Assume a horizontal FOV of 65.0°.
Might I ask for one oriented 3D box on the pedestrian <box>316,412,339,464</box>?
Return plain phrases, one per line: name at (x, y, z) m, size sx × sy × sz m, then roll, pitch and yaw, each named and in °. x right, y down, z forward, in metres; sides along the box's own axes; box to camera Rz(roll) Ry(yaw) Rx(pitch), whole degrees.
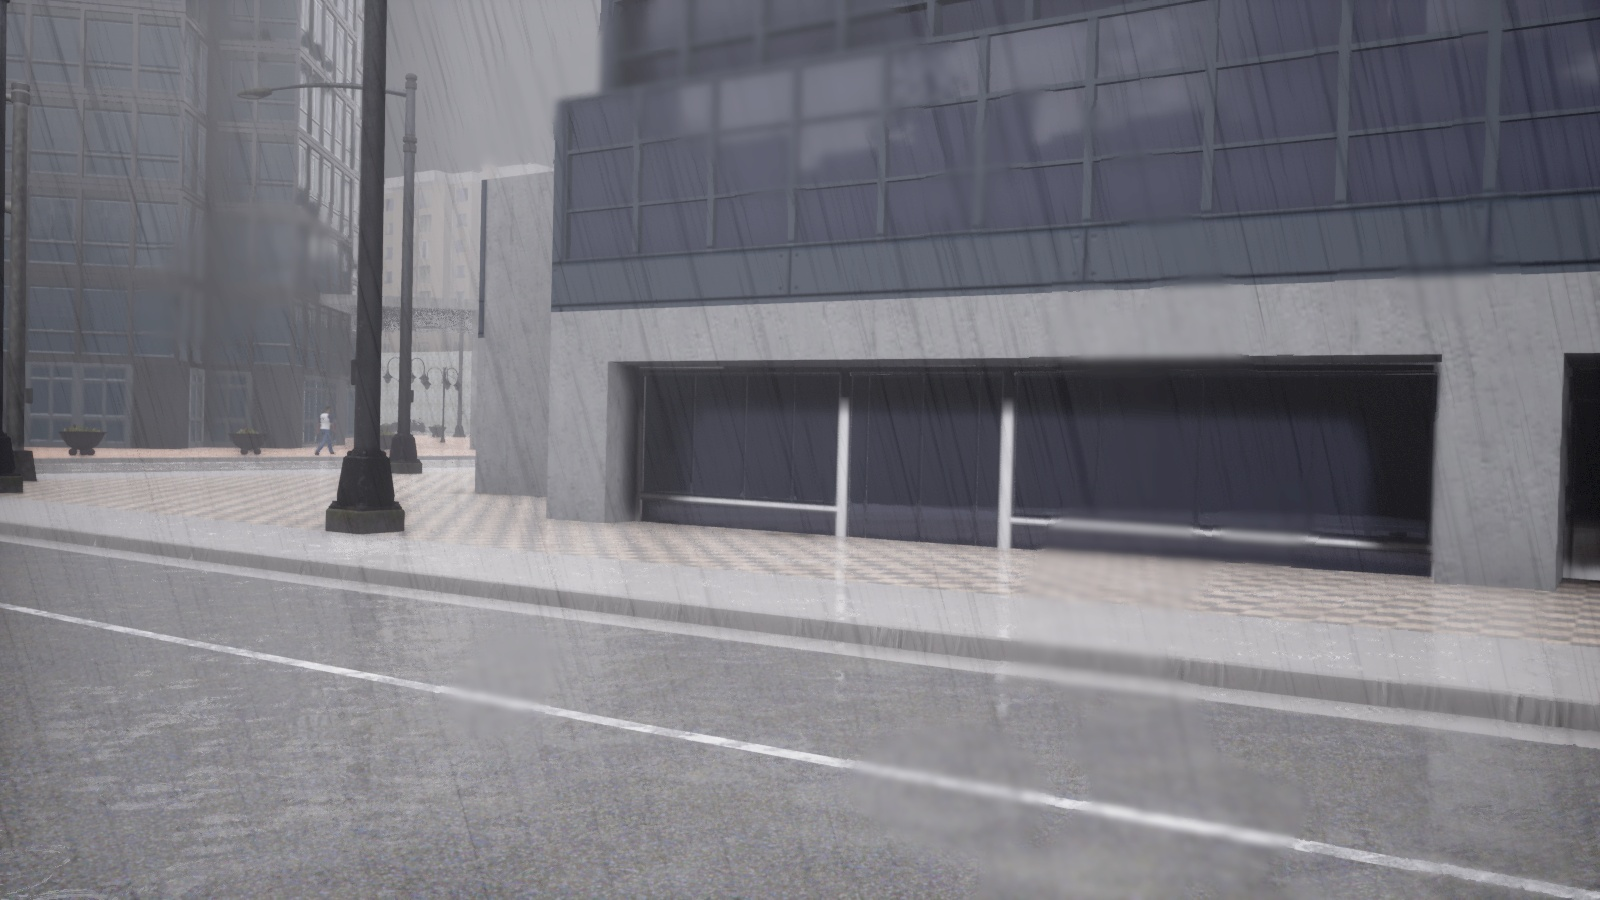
pedestrian at (-16.958, -0.434, 45.040) m, size 0.354 × 1.836 × 0.706 m, roll 1°, pitch 1°, yaw 30°
